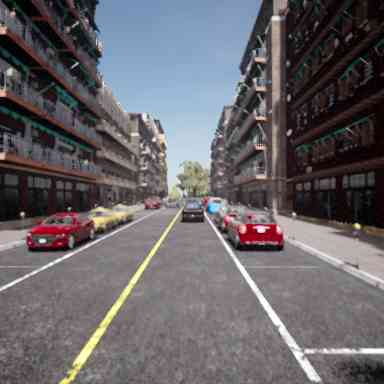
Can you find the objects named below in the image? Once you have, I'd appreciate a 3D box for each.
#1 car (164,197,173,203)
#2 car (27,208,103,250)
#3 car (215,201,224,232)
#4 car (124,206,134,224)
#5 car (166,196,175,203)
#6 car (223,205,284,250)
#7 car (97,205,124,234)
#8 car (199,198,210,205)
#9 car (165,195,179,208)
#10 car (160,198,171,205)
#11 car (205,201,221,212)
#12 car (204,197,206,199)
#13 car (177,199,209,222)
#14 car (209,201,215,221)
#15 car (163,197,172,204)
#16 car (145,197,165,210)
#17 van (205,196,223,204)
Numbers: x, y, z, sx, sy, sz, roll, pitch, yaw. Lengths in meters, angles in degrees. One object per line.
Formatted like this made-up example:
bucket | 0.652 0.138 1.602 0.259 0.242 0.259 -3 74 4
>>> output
car | -5.721 2.052 82.833 1.887 1.381 4.507 1 0 0
car | -5.686 1.633 14.896 1.887 1.381 4.507 1 0 0
car | 2.693 1.561 20.521 1.967 1.590 4.097 1 0 0
car | -5.691 1.679 26.048 1.752 1.417 4.829 1 0 0
car | -5.722 1.984 88.496 1.967 1.590 4.097 1 0 0
car | 2.696 1.528 14.860 1.967 1.590 4.097 1 0 0
car | -5.688 1.646 20.387 1.752 1.417 4.829 1 0 0
car | 2.665 1.985 71.476 2.008 1.369 4.403 1 0 0
car | -3.083 1.672 53.262 2.097 1.767 4.553 0 0 0
car | -5.715 1.986 71.510 2.008 1.369 4.403 1 0 0
car | 2.679 1.840 43.167 1.802 1.307 4.206 1 0 0
car | 2.677 1.643 54.491 2.192 1.841 5.009 1 0 0
car | 0.072 1.659 28.176 2.128 1.511 4.902 0 0 0
car | 2.688 1.705 26.182 2.008 1.369 4.403 1 0 0
car | -5.718 1.995 77.003 1.752 1.417 4.829 1 0 0
car | -5.700 1.609 48.866 2.192 1.841 5.009 1 0 0
van | 2.685 1.564 37.507 1.690 1.788 3.998 1 0 0
